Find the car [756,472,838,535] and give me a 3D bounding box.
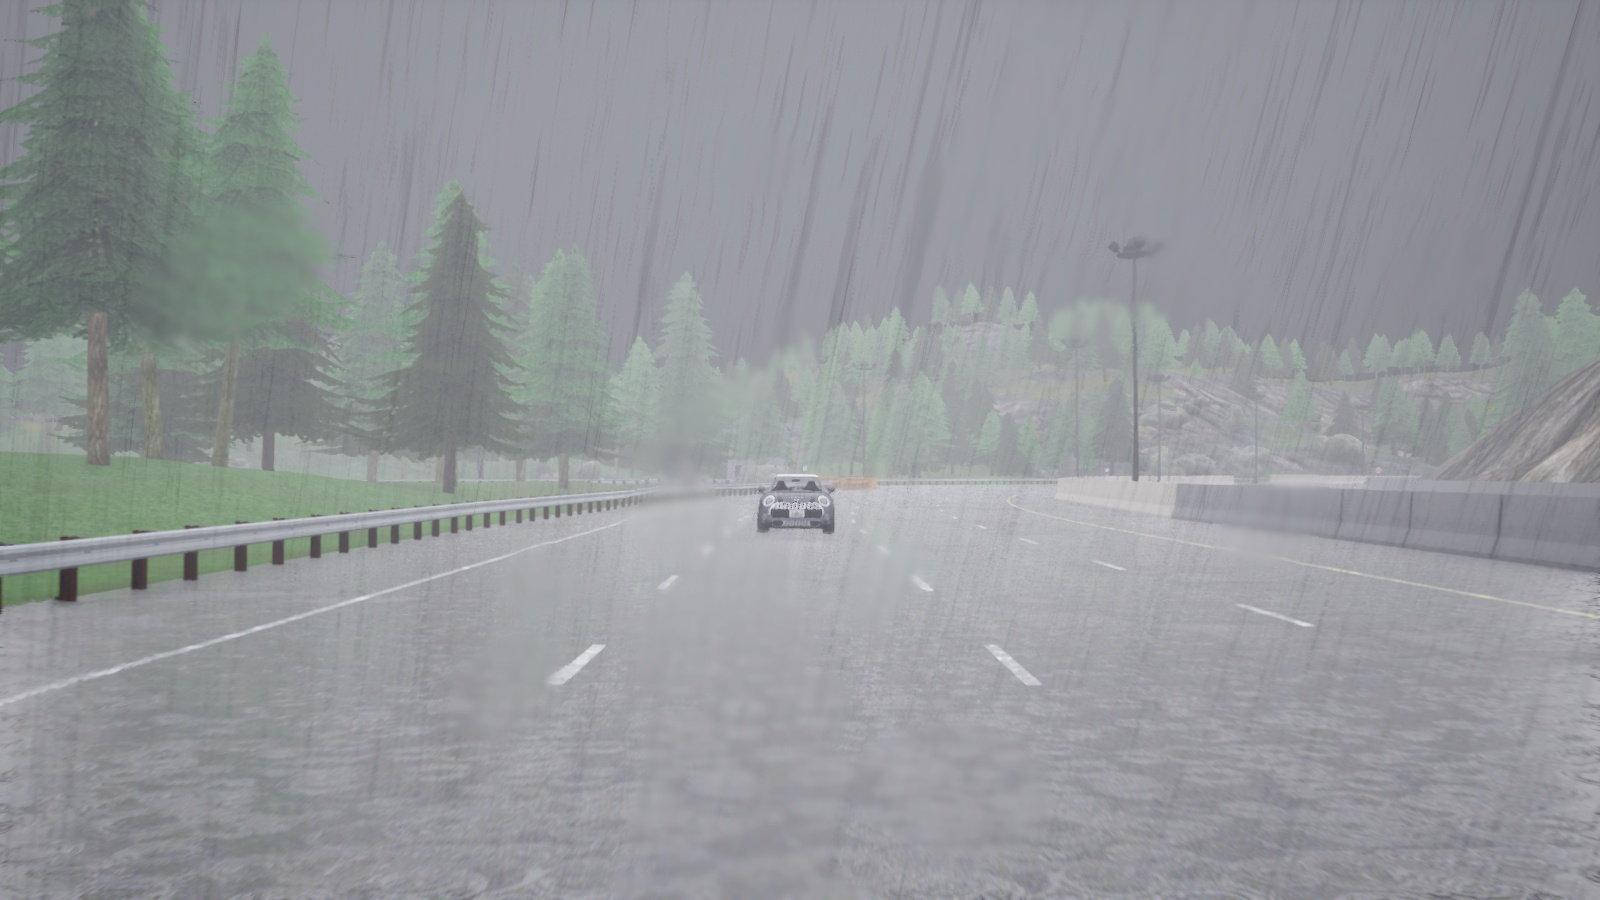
[{"bbox_3d":[-0.079,1.315,31.935,1.970,1.475,3.806,0,-1,0],"label":"car"}]
